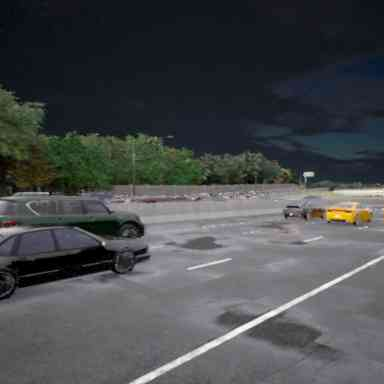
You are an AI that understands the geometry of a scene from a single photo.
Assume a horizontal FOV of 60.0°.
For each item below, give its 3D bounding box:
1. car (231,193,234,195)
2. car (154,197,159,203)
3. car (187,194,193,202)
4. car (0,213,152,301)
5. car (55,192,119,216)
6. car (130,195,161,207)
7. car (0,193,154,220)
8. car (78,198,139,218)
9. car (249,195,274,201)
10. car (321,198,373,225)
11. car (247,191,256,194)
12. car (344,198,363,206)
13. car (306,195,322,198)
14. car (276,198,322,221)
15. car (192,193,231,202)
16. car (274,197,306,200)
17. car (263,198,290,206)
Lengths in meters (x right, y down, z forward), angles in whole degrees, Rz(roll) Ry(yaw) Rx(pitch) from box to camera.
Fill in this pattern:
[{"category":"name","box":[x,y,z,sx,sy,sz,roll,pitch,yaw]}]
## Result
[{"category":"car","box":[8.245,0.881,76.998,1.882,1.535,5.008,1,1,29]},{"category":"car","box":[-5.227,1.413,27.048,1.812,1.442,4.674,0,0,44]},{"category":"car","box":[0.784,1.010,63.466,2.097,1.767,4.553,1,1,28]},{"category":"car","box":[-3.573,1.501,8.250,2.033,1.411,5.357,0,0,44]},{"category":"car","box":[-10.045,1.076,32.134,2.150,2.045,5.566,0,0,44]},{"category":"car","box":[-6.790,1.286,49.098,1.882,1.535,5.008,1,1,28]},{"category":"car","box":[-4.393,1.153,12.448,2.150,2.045,5.566,0,0,44]},{"category":"car","box":[-7.398,1.363,29.839,2.128,1.511,4.902,0,0,44]},{"category":"car","box":[10.921,1.566,48.903,2.128,1.511,4.902,0,-1,44]},{"category":"car","box":[11.376,1.468,23.855,1.882,1.535,5.008,0,0,44]},{"category":"car","box":[16.145,0.559,90.370,1.812,1.442,4.674,1,2,31]},{"category":"car","box":[31.979,2.016,65.758,1.882,1.535,5.008,0,-1,44]},{"category":"car","box":[21.749,1.524,60.132,2.150,2.045,5.566,0,-1,44]},{"category":"car","box":[9.071,1.468,26.509,2.128,1.511,4.902,0,0,44]},{"category":"car","box":[2.699,1.318,45.422,2.097,1.767,4.553,0,0,44]},{"category":"car","box":[13.990,1.700,47.043,1.895,1.301,4.718,0,-1,44]},{"category":"car","box":[14.746,1.731,57.926,2.033,1.411,5.357,0,-1,44]}]
